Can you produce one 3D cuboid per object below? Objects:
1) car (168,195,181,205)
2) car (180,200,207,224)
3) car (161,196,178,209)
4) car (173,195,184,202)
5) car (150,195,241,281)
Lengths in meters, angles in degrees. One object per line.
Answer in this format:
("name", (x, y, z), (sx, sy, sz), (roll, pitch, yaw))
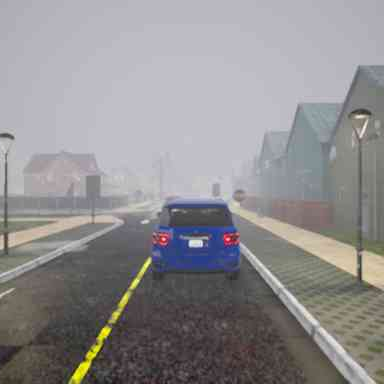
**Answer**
("car", (-2.850, 1.294, 54.982), (1.812, 1.442, 4.674), (0, 0, 1))
("car", (0.091, 1.418, 24.515), (1.812, 1.442, 4.674), (0, 0, 0))
("car", (-2.856, 1.320, 43.180), (1.837, 1.490, 4.892), (0, 0, 0))
("car", (-2.776, 1.260, 69.174), (2.033, 1.411, 5.357), (0, 0, 0))
("car", (0.094, 1.180, 9.865), (2.150, 2.045, 5.566), (0, 1, 0))
